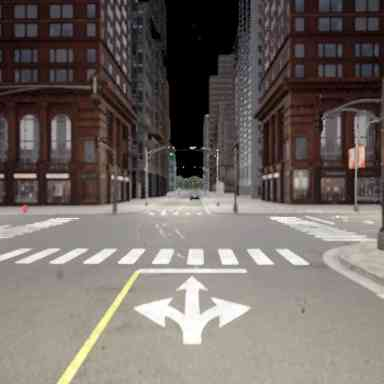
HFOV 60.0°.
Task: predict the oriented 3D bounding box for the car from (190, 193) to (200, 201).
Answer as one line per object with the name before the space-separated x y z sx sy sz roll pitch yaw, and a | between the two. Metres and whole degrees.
car | 0.574 0.963 69.434 2.097 1.767 4.553 0 0 1
